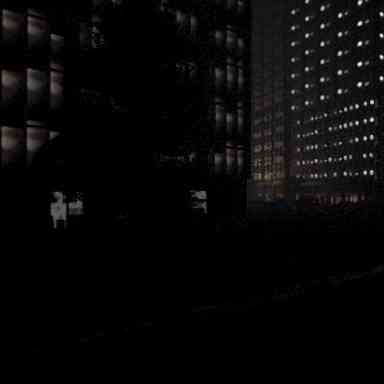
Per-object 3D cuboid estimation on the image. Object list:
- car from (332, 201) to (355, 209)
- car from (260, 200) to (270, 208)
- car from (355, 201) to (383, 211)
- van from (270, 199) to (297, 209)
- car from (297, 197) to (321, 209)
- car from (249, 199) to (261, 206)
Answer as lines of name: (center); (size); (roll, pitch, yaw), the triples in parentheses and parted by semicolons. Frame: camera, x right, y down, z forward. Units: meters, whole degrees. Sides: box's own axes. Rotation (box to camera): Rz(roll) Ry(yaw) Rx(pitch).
car: (25.902, 2.223, 56.460); (1.947, 1.339, 4.313); (-1, -1, -23)
car: (16.153, 2.373, 64.695); (2.033, 1.411, 5.357); (0, -1, -23)
car: (28.131, 2.123, 51.296); (1.947, 1.339, 4.313); (-1, -1, -23)
van: (15.976, 2.049, 58.307); (1.690, 1.788, 3.998); (-1, -1, -23)
car: (21.000, 1.991, 61.062); (2.150, 2.045, 5.566); (0, -1, -23)
car: (14.738, 2.349, 75.570); (1.882, 1.535, 5.008); (0, -1, -23)
